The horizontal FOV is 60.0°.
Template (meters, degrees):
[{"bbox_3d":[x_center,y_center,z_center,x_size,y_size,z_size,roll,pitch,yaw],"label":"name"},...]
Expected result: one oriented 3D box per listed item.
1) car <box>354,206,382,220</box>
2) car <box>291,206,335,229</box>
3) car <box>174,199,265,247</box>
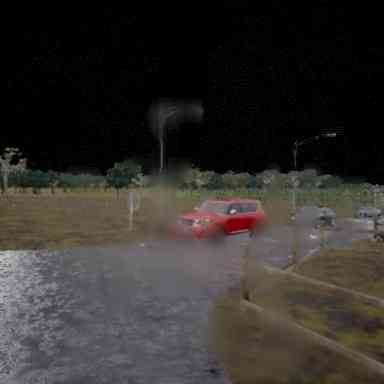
[{"bbox_3d":[18.872,2.228,35.615,1.994,1.385,4.181,2,0,42],"label":"car"},{"bbox_3d":[9.169,1.864,24.927,1.837,1.490,4.892,2,0,42],"label":"car"},{"bbox_3d":[1.573,1.371,16.501,2.150,2.045,5.566,2,0,41],"label":"car"}]
